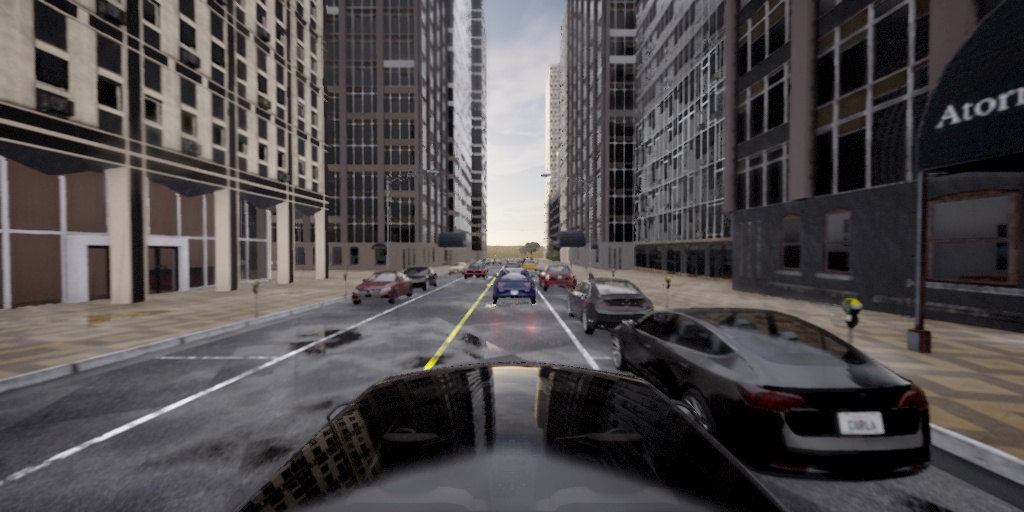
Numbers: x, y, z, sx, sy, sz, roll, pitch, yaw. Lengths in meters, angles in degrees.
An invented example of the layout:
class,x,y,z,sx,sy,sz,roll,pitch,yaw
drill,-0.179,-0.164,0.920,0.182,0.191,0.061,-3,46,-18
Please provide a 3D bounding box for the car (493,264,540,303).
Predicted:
class,x,y,z,sx,sy,sz,roll,pitch,yaw
car,0.095,1.281,16.614,1.812,1.442,4.674,0,0,0

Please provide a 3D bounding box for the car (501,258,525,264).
class,x,y,z,sx,sy,sz,roll,pitch,yaw
car,0.086,1.239,43.540,2.128,1.511,4.902,0,0,0

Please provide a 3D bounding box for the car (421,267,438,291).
class,x,y,z,sx,sy,sz,roll,pitch,yaw
car,-5.664,1.321,21.907,1.948,1.339,4.313,0,0,0

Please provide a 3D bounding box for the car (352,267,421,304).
class,x,y,z,sx,sy,sz,roll,pitch,yaw
car,-5.661,1.336,16.234,1.802,1.307,4.207,0,0,0

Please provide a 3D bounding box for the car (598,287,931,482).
class,x,y,z,sx,sy,sz,roll,pitch,yaw
car,2.691,1.317,4.827,1.948,1.339,4.313,0,0,0

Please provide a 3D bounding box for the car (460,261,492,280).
class,x,y,z,sx,sy,sz,roll,pitch,yaw
car,-3.107,1.354,31.691,1.895,1.301,4.718,0,0,0

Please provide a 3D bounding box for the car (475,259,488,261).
class,x,y,z,sx,sy,sz,roll,pitch,yaw
car,-5.712,1.287,61.627,2.007,1.370,4.403,0,0,0

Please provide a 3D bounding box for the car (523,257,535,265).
class,x,y,z,sx,sy,sz,roll,pitch,yaw
car,2.334,1.203,48.194,1.801,1.575,5.366,0,0,0

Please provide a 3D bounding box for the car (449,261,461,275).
class,x,y,z,sx,sy,sz,roll,pitch,yaw
car,-5.688,1.275,38.760,1.751,1.417,4.829,0,0,0

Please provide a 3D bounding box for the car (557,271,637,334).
class,x,y,z,sx,sy,sz,roll,pitch,yaw
car,2.689,1.304,10.501,2.007,1.370,4.403,0,0,0

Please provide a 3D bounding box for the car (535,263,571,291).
class,x,y,z,sx,sy,sz,roll,pitch,yaw
car,2.685,1.196,21.851,1.967,1.591,4.097,0,0,0
